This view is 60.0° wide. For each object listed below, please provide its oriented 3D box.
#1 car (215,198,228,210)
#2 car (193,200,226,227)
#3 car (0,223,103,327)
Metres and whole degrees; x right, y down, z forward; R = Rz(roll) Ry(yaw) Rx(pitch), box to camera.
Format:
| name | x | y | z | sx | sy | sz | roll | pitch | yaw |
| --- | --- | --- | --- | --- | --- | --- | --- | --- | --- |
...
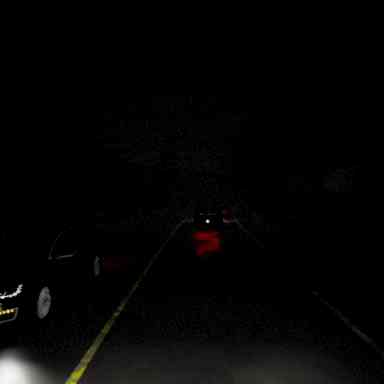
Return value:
| name | x | y | z | sx | sy | sz | roll | pitch | yaw |
| --- | --- | --- | --- | --- | --- | --- | --- | --- | --- |
| car | 3.707 | 1.523 | 43.284 | 1.812 | 1.442 | 4.674 | 0 | 0 | 9 |
| car | 1.148 | 1.503 | 22.472 | 1.837 | 1.490 | 4.892 | 0 | 0 | 5 |
| car | -3.403 | 1.501 | 7.259 | 1.837 | 1.490 | 4.892 | 0 | 0 | 2 |
